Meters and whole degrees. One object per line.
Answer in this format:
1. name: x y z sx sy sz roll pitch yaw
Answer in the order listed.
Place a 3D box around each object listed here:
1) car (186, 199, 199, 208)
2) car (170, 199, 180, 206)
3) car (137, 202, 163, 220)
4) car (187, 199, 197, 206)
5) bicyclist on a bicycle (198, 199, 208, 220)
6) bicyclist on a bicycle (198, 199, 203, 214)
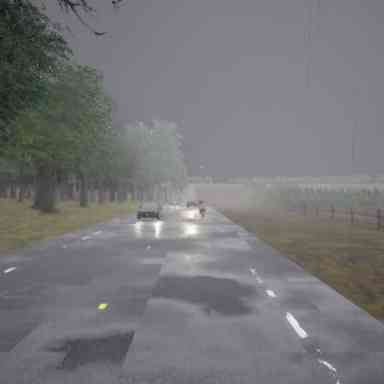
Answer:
1. car: 0.033 1.963 57.416 1.837 1.490 4.892 0 0 1
2. car: -3.526 2.156 69.488 2.128 1.511 4.902 0 -1 0
3. car: -3.607 1.600 29.269 1.882 1.535 5.008 0 -1 0
4. car: -0.028 2.311 75.185 2.128 1.511 4.902 0 -1 0
5. bicyclist on a bicycle: 0.931 1.547 27.925 0.866 1.612 1.509 0 -1 0
6. bicyclist on a bicycle: 0.951 1.656 37.267 0.582 1.620 1.656 0 -1 0
